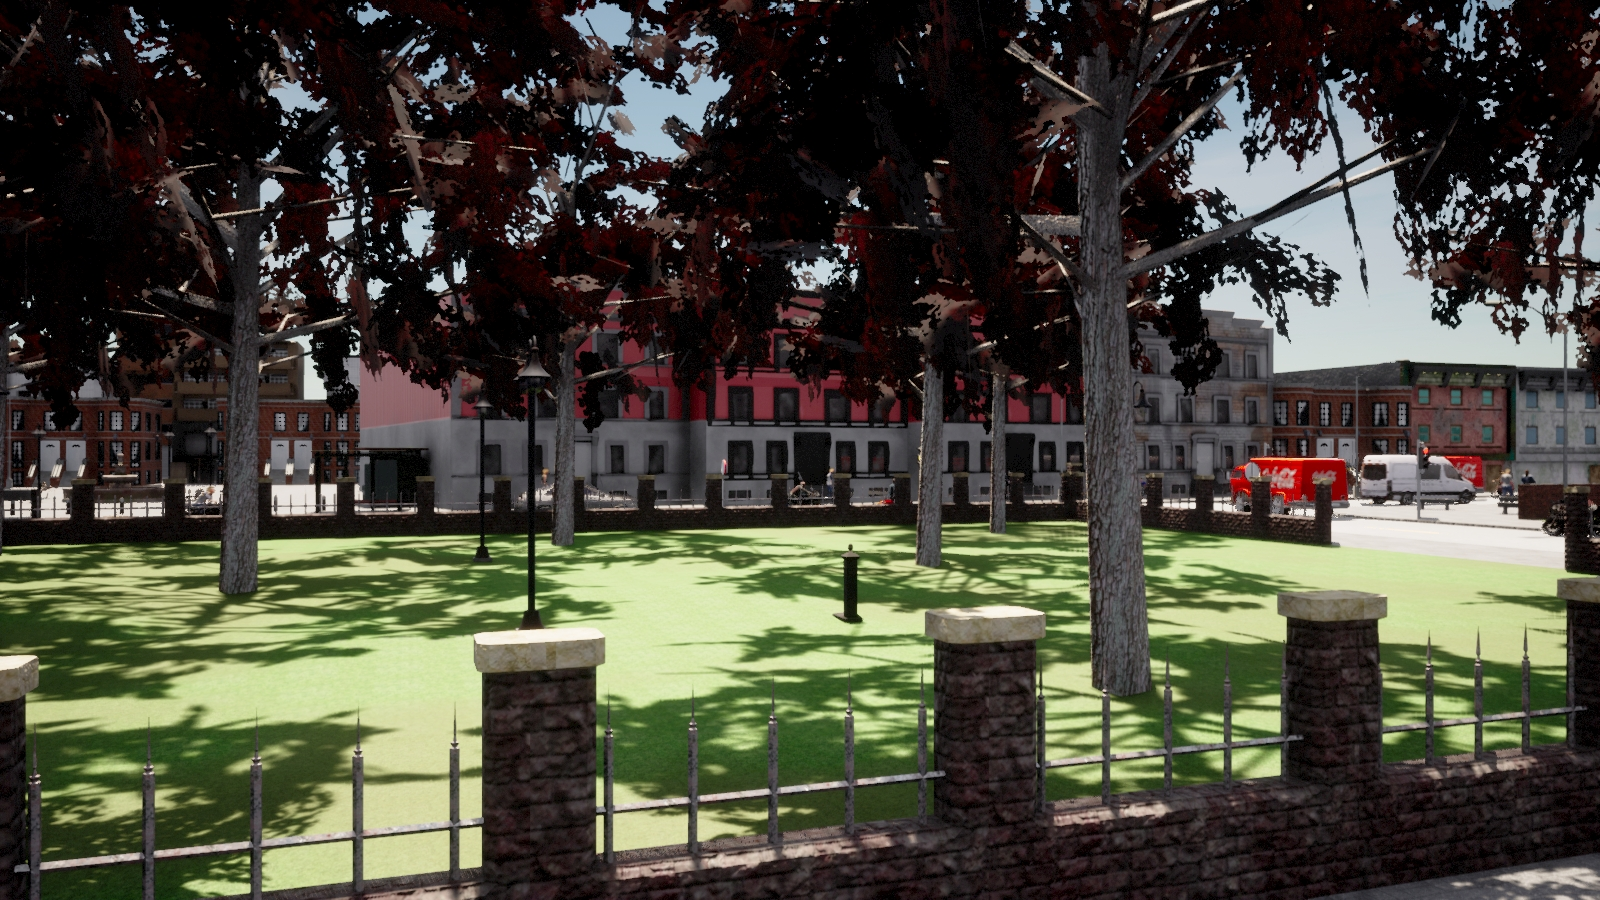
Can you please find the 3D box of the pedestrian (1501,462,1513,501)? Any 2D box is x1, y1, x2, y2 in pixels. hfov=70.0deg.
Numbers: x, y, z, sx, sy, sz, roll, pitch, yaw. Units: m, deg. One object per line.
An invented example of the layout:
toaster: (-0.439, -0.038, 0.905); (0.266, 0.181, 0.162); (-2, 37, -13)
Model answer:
pedestrian: (34.207, 1.519, 55.276); (0.375, 1.860, 0.375); (0, 0, -20)

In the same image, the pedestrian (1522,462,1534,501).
pedestrian: (35.013, 1.522, 54.972); (0.375, 1.860, 0.375); (0, 0, -33)

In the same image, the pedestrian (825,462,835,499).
pedestrian: (1.491, 1.524, 57.355); (0.375, 1.860, 0.375); (0, 0, -24)

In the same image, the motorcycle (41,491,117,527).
motorcycle: (-24.537, 1.991, 38.920); (2.033, 1.145, 0.803); (0, 0, -19)

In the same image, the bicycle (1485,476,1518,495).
bicycle: (40.057, 2.041, 65.247); (1.487, 1.080, 0.859); (1, 0, -18)

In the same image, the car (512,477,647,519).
car: (-8.567, 1.828, 44.365); (4.902, 1.511, 2.128); (0, 0, -19)

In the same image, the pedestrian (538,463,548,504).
pedestrian: (-11.819, 1.525, 52.622); (0.375, 1.860, 0.375); (0, 0, -25)

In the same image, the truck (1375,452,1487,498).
truck: (35.004, 1.353, 63.458); (5.204, 2.467, 2.627); (0, 0, -19)

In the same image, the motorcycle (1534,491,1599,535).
motorcycle: (24.731, 1.988, 36.347); (0.867, 1.251, 2.209); (0, 0, -21)

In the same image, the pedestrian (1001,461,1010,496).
pedestrian: (10.915, 1.526, 60.737); (0.375, 1.860, 0.375); (0, 0, -9)

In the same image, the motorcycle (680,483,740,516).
motorcycle: (-3.606, 1.986, 45.796); (2.209, 1.251, 0.867); (0, 0, -21)

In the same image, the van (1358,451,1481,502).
van: (31.687, 1.319, 58.465); (5.915, 2.561, 1.988); (0, 0, -17)

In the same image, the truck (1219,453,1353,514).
truck: (20.570, 1.350, 48.695); (2.627, 2.467, 5.204); (0, 0, -15)
